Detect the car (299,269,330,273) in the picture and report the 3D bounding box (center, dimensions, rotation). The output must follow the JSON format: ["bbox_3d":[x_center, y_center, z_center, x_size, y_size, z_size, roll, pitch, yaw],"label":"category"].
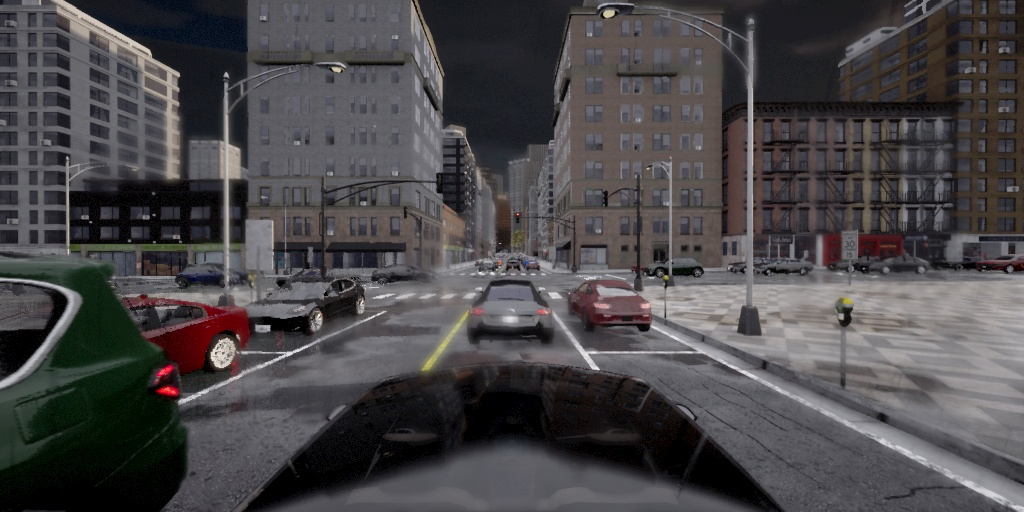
[{"bbox_3d":[-12.252,1.520,23.120,4.718,1.301,1.895,-1,0,0],"label":"car"}]

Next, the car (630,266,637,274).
[{"bbox_3d":[13.480,1.106,33.117,4.718,1.301,1.895,-1,0,0],"label":"car"}]

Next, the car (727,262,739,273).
[{"bbox_3d":[22.521,0.869,33.132,4.902,1.511,2.128,-1,0,0],"label":"car"}]

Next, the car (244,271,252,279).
[{"bbox_3d":[-21.753,1.379,26.352,4.553,1.767,2.097,-1,0,0],"label":"car"}]

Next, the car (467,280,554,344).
[{"bbox_3d":[-0.035,1.313,9.562,1.994,1.385,4.181,0,0,0],"label":"car"}]

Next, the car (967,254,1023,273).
[{"bbox_3d":[41.879,0.608,29.881,5.008,1.535,1.882,-1,0,0],"label":"car"}]

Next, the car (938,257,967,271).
[{"bbox_3d":[41.788,0.716,33.133,4.718,1.301,1.895,-1,0,0],"label":"car"}]

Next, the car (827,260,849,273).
[{"bbox_3d":[31.992,0.752,33.144,4.892,1.490,1.837,-1,0,0],"label":"car"}]

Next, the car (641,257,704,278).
[{"bbox_3d":[13.332,0.876,29.865,4.553,1.767,2.097,-1,0,0],"label":"car"}]

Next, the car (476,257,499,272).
[{"bbox_3d":[-3.073,1.209,45.563,1.812,1.442,4.674,0,0,2],"label":"car"}]

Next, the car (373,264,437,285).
[{"bbox_3d":[-7.900,1.339,26.368,4.674,1.442,1.812,-1,1,0],"label":"car"}]

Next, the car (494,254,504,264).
[{"bbox_3d":[-2.970,0.971,65.122,2.097,1.767,4.553,0,0,1],"label":"car"}]

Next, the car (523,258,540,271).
[{"bbox_3d":[2.793,1.258,47.772,1.802,1.307,4.207,0,0,0],"label":"car"}]

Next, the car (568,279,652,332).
[{"bbox_3d":[2.719,1.330,10.560,1.802,1.307,4.207,0,0,0],"label":"car"}]

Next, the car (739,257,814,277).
[{"bbox_3d":[22.286,0.889,29.881,4.902,1.511,2.128,-1,0,0],"label":"car"}]

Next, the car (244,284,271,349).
[{"bbox_3d":[-5.776,1.295,4.872,1.888,1.381,4.507,0,0,0],"label":"car"}]

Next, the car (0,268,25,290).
[{"bbox_3d":[-39.709,1.740,26.336,4.902,1.511,2.128,-1,0,0],"label":"car"}]

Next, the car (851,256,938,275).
[{"bbox_3d":[31.751,0.772,29.892,4.892,1.490,1.837,-1,0,0],"label":"car"}]

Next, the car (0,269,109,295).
[{"bbox_3d":[-29.345,1.666,23.092,4.674,1.442,1.812,-1,0,0],"label":"car"}]

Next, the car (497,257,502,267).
[{"bbox_3d":[-3.039,1.201,55.213,2.033,1.411,5.357,0,0,0],"label":"car"}]

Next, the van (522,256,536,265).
[{"bbox_3d":[2.811,1.000,53.324,1.690,1.789,3.998,0,0,0],"label":"van"}]

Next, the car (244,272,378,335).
[{"bbox_3d":[-5.806,1.314,10.516,1.948,1.339,4.313,0,0,0],"label":"car"}]

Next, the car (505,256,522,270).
[{"bbox_3d":[0.137,1.176,49.917,1.837,1.490,4.892,0,1,0],"label":"car"}]
